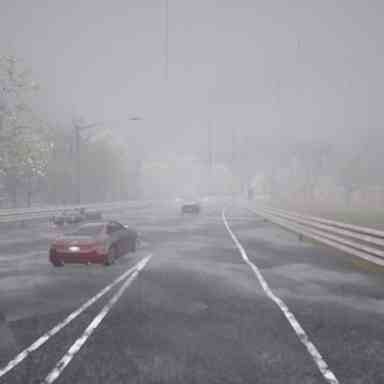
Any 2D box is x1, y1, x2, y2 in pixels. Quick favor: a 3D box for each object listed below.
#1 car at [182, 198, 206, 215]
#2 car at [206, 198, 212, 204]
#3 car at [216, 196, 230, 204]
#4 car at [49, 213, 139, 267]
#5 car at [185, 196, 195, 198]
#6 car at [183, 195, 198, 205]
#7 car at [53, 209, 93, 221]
[{"bbox_3d":[0.088,1.774,38.238,1.882,1.535,5.008,-1,0,8],"label":"car"},{"bbox_3d":[3.332,2.091,77.289,1.812,1.442,4.674,-1,-1,12],"label":"car"},{"bbox_3d":[6.942,1.852,77.507,2.097,1.767,4.553,-1,-1,12],"label":"car"},{"bbox_3d":[-3.343,1.711,12.105,1.994,1.385,4.181,-1,0,7],"label":"car"},{"bbox_3d":[-0.401,1.958,57.240,2.128,1.511,4.902,-1,-1,10],"label":"car"},{"bbox_3d":[-0.291,1.862,77.058,2.150,2.045,5.566,-1,-1,11],"label":"car"},{"bbox_3d":[-8.732,1.965,25.887,1.895,1.301,4.718,-1,0,8],"label":"car"}]
